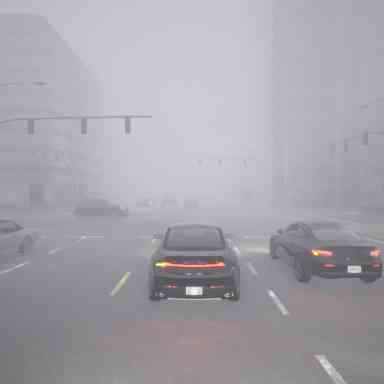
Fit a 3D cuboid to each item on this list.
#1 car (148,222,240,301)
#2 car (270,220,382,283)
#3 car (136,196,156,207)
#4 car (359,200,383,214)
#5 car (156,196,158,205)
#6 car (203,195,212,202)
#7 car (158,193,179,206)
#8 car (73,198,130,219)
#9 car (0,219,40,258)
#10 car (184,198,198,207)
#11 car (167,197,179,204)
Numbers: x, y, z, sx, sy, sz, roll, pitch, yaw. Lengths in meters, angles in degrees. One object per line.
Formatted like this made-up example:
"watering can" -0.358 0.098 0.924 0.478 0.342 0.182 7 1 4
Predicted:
"car" 0.057 1.505 8.320 1.837 1.490 4.892 0 0 0
"car" 3.562 1.526 9.576 1.812 1.442 4.674 0 0 0
"car" -7.105 1.547 50.077 2.033 1.411 5.357 0 0 0
"car" 20.841 1.547 35.441 5.357 1.411 2.033 0 0 1
"car" -7.078 1.477 59.900 1.882 1.535 5.008 0 0 0
"car" 3.494 1.500 74.673 1.837 1.490 4.892 0 0 0
"car" -3.610 1.221 53.318 2.150 2.045 5.566 0 0 1
"car" -7.641 1.352 28.522 4.553 1.767 2.097 0 0 1
"car" -6.932 1.601 10.740 1.895 1.301 4.718 0 0 2
"car" -0.102 1.564 49.727 1.994 1.385 4.181 0 0 2
"car" -3.558 1.601 63.291 1.895 1.301 4.718 0 0 1
